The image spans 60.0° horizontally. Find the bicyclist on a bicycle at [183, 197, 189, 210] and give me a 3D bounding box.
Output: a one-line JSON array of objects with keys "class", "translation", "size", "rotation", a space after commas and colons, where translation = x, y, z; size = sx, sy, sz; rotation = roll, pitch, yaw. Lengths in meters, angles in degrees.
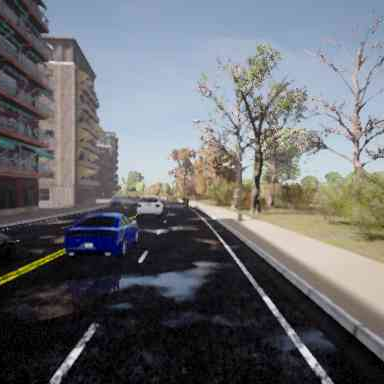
[{"class": "bicyclist on a bicycle", "translation": [-0.603, 1.668, 45.065], "size": [0.582, 1.620, 1.656], "rotation": [0, -1, -4]}]

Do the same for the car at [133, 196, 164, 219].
[{"class": "car", "translation": [-3.907, 1.378, 31.549], "size": [2.150, 2.045, 5.566], "rotation": [0, 0, -3]}]

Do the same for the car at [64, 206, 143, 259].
[{"class": "car", "translation": [-3.302, 1.545, 12.957], "size": [1.882, 1.535, 5.008], "rotation": [0, 0, -1]}]

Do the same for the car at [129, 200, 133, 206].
[{"class": "car", "translation": [-8.530, 1.799, 51.528], "size": [2.033, 1.411, 5.357], "rotation": [0, 0, -4]}]

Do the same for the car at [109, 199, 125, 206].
[{"class": "car", "translation": [-11.883, 1.825, 52.720], "size": [1.994, 1.385, 4.181], "rotation": [0, 0, -4]}]

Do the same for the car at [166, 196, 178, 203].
[{"class": "car", "translation": [-4.291, 1.835, 76.705], "size": [1.882, 1.535, 5.008], "rotation": [0, 0, -7]}]

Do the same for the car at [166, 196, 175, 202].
[{"class": "car", "translation": [-5.819, 1.751, 89.764], "size": [2.128, 1.511, 4.902], "rotation": [0, 0, -8]}]

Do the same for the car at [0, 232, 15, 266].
[{"class": "car", "translation": [-6.688, 1.613, 9.064], "size": [1.994, 1.385, 4.181], "rotation": [0, 0, -1]}]
